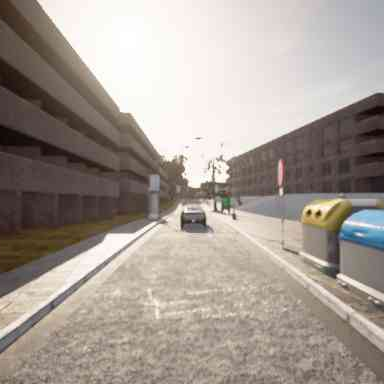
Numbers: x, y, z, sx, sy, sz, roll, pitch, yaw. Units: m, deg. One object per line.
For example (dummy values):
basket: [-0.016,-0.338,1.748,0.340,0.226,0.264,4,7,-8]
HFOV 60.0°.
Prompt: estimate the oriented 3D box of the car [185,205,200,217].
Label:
car: [0.100,2.416,42.668,1.812,1.442,4.674,0,-2,0]

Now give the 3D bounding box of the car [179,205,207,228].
car: [0.100,1.784,24.703,2.128,1.511,4.902,0,-1,0]
